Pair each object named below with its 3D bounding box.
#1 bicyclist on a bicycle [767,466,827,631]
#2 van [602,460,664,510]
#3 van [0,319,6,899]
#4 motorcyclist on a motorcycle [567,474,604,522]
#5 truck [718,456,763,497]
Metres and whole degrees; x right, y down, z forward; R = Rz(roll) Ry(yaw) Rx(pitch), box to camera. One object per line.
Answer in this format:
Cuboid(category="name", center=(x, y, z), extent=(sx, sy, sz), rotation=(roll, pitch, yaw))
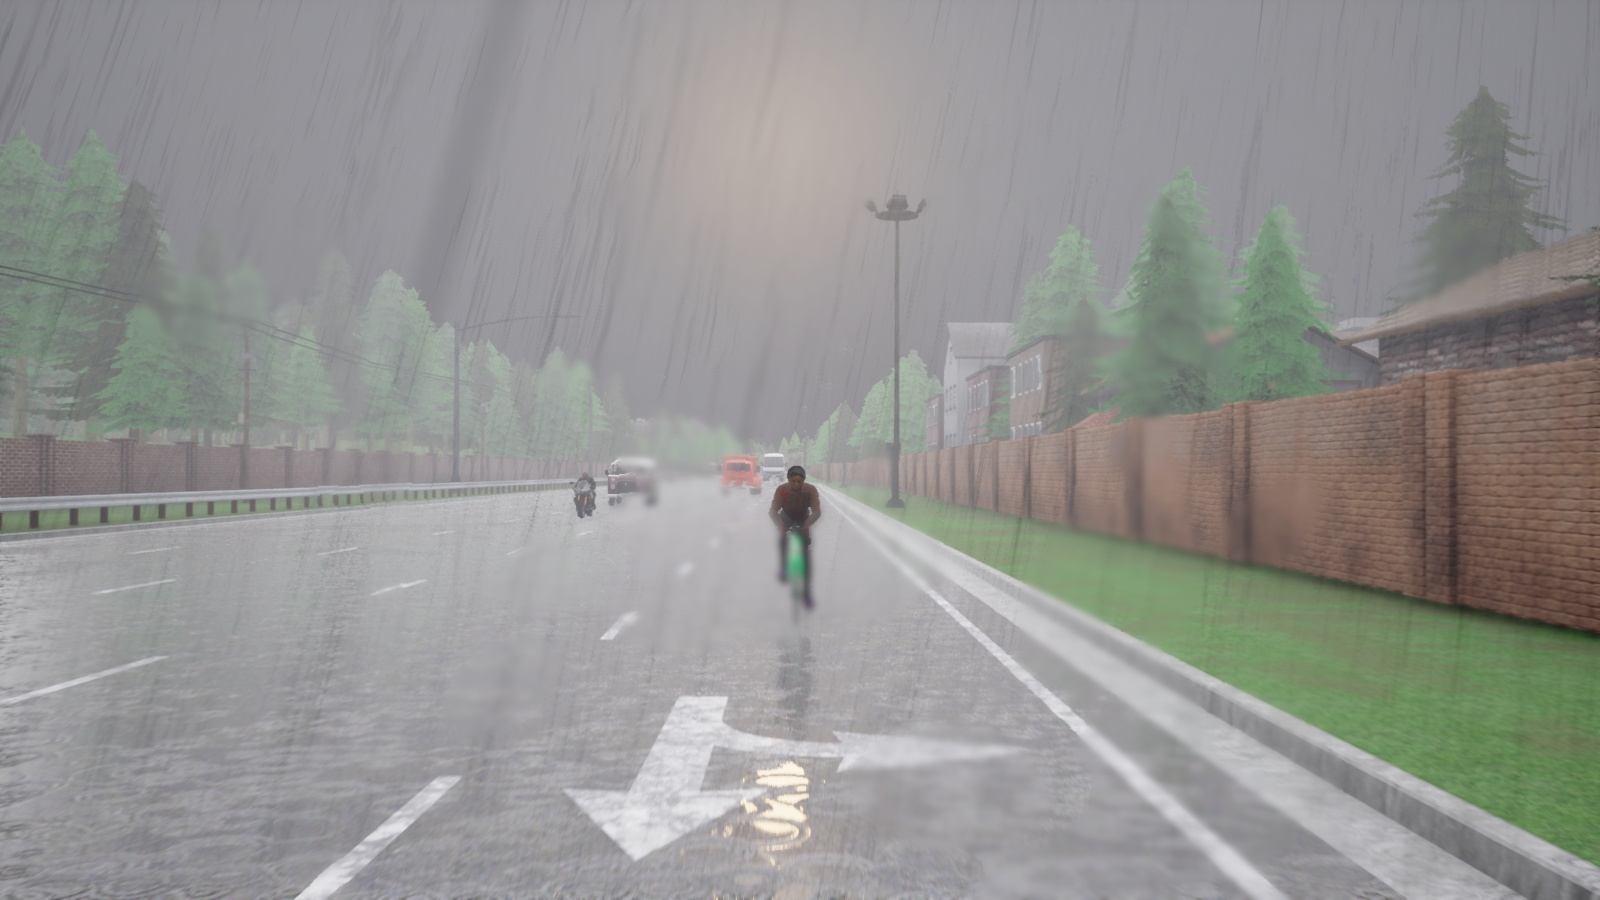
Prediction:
Cuboid(category="bicyclist on a bicycle", center=(-0.033, 0.990, 13.261), extent=(0.582, 1.620, 1.656), rotation=(0, 0, 0))
Cuboid(category="van", center=(-7.133, 1.472, 54.111), extent=(2.069, 2.038, 4.480), rotation=(0, -1, 0))
Cuboid(category="van", center=(-3.505, 0.580, 1.664), extent=(2.069, 2.038, 4.480), rotation=(0, -1, 0))
Cuboid(category="motorcyclist on a motorcycle", center=(-7.102, 1.575, 41.653), extent=(0.866, 1.530, 2.191), rotation=(0, -1, 0))
Cuboid(category="truck", center=(-3.696, 1.672, 79.416), extent=(2.627, 2.467, 5.204), rotation=(0, -1, 0))
